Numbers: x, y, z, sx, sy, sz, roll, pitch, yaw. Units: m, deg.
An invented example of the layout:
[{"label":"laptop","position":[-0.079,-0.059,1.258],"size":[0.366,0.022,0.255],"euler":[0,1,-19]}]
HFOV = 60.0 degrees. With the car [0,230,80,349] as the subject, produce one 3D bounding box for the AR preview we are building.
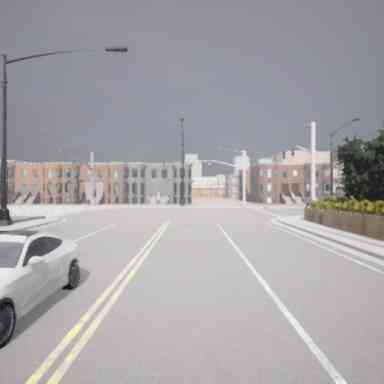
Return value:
[{"label":"car","position":[-3.585,1.508,6.309],"size":[1.812,1.442,4.674],"euler":[0,0,0]}]
